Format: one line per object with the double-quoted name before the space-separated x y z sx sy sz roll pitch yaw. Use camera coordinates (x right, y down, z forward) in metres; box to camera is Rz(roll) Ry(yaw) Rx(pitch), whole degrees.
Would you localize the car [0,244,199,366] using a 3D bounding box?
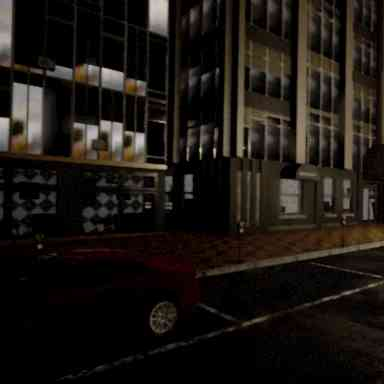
"car" -1.974 1.558 5.139 4.507 1.381 1.887 1 0 -35
